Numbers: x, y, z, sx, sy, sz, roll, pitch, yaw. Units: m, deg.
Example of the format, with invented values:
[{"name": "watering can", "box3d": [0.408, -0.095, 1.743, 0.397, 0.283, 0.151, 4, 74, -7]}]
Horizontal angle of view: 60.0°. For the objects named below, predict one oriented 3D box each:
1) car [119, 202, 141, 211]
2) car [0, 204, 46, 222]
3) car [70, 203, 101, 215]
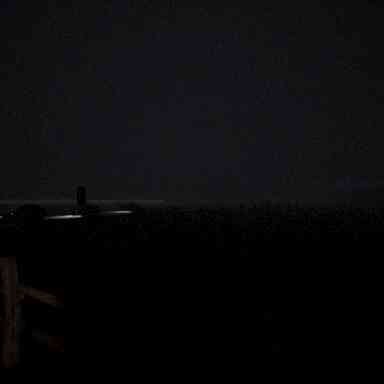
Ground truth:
[{"name": "car", "box3d": [-9.365, 2.199, 50.576, 1.994, 1.385, 4.181, -1, -1, 16]}, {"name": "car", "box3d": [-15.137, 1.838, 29.837, 1.812, 1.442, 4.674, -1, -1, 15]}, {"name": "car", "box3d": [-12.544, 2.024, 39.521, 1.994, 1.385, 4.181, -1, -1, 15]}]
